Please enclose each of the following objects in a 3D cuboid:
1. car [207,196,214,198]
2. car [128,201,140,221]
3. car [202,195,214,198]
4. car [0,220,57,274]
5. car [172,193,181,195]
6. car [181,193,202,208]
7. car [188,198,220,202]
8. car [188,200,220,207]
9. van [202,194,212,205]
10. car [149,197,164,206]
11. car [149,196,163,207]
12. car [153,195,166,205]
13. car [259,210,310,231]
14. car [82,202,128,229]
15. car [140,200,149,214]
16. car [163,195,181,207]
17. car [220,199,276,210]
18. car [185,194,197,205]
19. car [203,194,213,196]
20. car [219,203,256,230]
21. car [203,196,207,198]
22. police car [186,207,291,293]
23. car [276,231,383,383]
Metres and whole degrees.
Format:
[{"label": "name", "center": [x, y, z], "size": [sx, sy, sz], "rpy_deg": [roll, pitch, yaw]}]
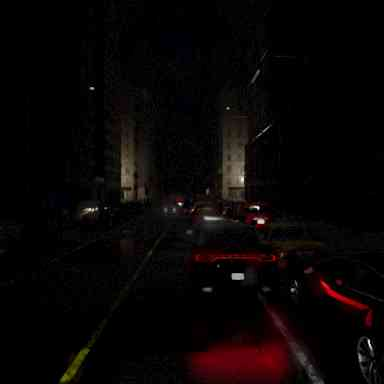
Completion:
[{"label": "car", "center": [2.788, 1.431, 32.607], "size": [1.967, 1.590, 4.097], "rpy_deg": [0, 0, 0]}, {"label": "car", "center": [-5.726, 1.559, 27.052], "size": [1.947, 1.339, 4.313], "rpy_deg": [0, 0, 0]}, {"label": "car", "center": [2.753, 1.552, 49.178], "size": [1.947, 1.339, 4.313], "rpy_deg": [0, 0, 0]}, {"label": "car", "center": [-5.691, 1.579, 10.477], "size": [1.802, 1.307, 4.206], "rpy_deg": [0, 0, 0]}, {"label": "car", "center": [-3.149, 1.201, 69.834], "size": [2.150, 2.045, 5.566], "rpy_deg": [0, 0, 0]}, {"label": "car", "center": [-0.087, 1.339, 46.854], "size": [2.097, 1.767, 4.553], "rpy_deg": [0, 0, 0]}, {"label": "car", "center": [0.847, 1.472, 24.889], "size": [1.882, 1.535, 5.008], "rpy_deg": [0, 0, 0]}, {"label": "car", "center": [0.860, 1.474, 18.889], "size": [1.882, 1.535, 5.008], "rpy_deg": [0, 0, 0]}, {"label": "van", "center": [2.730, 1.324, 60.225], "size": [1.690, 1.788, 3.998], "rpy_deg": [0, 0, 0]}, {"label": "car", "center": [-5.784, 1.551, 54.677], "size": [1.947, 1.339, 4.313], "rpy_deg": [0, 0, 0]}, {"label": "car", "center": [-5.773, 1.568, 49.152], "size": [1.802, 1.307, 4.206], "rpy_deg": [0, 0, 0]}, {"label": "car", "center": [-5.796, 1.423, 60.202], "size": [1.967, 1.590, 4.097], "rpy_deg": [0, 0, 0]}, {"label": "car", "center": [2.835, 1.523, 10.683], "size": [1.752, 1.417, 4.829], "rpy_deg": [0, 0, 0]}, {"label": "car", "center": [-5.714, 1.539, 21.527], "size": [1.887, 1.381, 4.507], "rpy_deg": [0, 0, 0]}, {"label": "car", "center": [-5.737, 1.557, 32.577], "size": [1.947, 1.339, 4.313], "rpy_deg": [0, 0, 0]}, {"label": "car", "center": [-3.199, 1.533, 50.160], "size": [2.033, 1.411, 5.357], "rpy_deg": [0, 0, 0]}, {"label": "car", "center": [2.824, 1.311, 16.036], "size": [2.192, 1.841, 5.009], "rpy_deg": [0, 0, 0]}, {"label": "car", "center": [-0.129, 1.335, 60.259], "size": [2.097, 1.767, 4.553], "rpy_deg": [0, 0, 0]}, {"label": "car", "center": [2.742, 1.300, 54.702], "size": [2.192, 1.841, 5.009], "rpy_deg": [0, 0, 0]}, {"label": "car", "center": [2.811, 1.520, 21.730], "size": [1.752, 1.417, 4.829], "rpy_deg": [0, 0, 0]}, {"label": "car", "center": [2.765, 1.539, 43.654], "size": [2.008, 1.369, 4.403], "rpy_deg": [0, 0, 0]}, {"label": "police car", "center": [0.880, 1.424, 8.999], "size": [1.930, 1.638, 5.238], "rpy_deg": [0, 0, 0]}, {"label": "car", "center": [2.847, 1.565, 4.989], "size": [1.947, 1.339, 4.313], "rpy_deg": [0, 0, 0]}]
